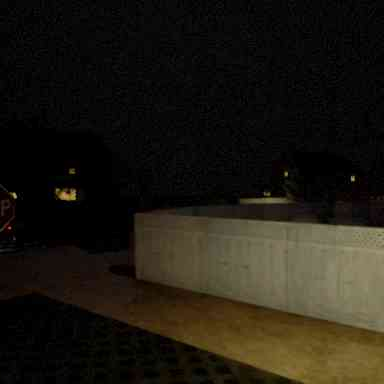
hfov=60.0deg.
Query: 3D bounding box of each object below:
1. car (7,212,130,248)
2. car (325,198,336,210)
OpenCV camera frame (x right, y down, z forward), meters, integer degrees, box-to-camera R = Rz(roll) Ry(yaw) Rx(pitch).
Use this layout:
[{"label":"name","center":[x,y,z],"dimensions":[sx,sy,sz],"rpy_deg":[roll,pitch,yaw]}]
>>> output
[{"label":"car","center":[-5.084,1.503,14.183],"dimensions":[4.718,1.301,1.895],"rpy_deg":[0,0,-36]},{"label":"car","center":[10.729,1.316,28.334],"dimensions":[4.553,1.767,2.097],"rpy_deg":[0,0,-33]}]
